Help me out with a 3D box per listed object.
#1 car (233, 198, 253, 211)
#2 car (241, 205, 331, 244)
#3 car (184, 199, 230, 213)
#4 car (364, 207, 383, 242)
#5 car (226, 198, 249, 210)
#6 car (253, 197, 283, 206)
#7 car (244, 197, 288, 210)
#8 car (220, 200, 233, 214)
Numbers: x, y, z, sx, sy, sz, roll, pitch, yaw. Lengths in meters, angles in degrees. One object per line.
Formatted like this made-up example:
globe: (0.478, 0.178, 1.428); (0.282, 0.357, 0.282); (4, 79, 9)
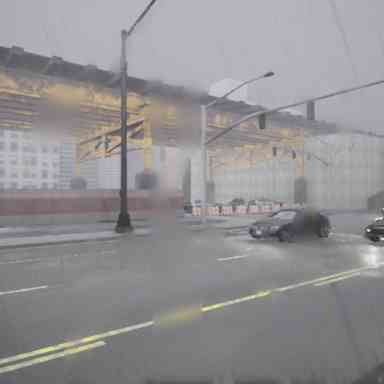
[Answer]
car: (5.273, 1.442, 37.895); (2.038, 1.542, 4.974); (0, 0, 18)
car: (4.829, 1.520, 16.010); (4.674, 1.442, 1.812); (0, 0, -36)
car: (1.472, 1.286, 35.223); (4.536, 1.218, 1.853); (0, 0, 8)
car: (10.023, 1.542, 15.280); (5.357, 1.411, 2.033); (0, 0, -37)
car: (5.289, 1.284, 37.945); (1.853, 1.218, 4.536); (0, 0, 18)
car: (9.138, 1.282, 41.642); (4.536, 1.218, 1.853); (0, 0, -7)
car: (9.189, 1.440, 41.649); (4.974, 1.542, 2.038); (0, 0, -7)
car: (1.524, 1.444, 35.216); (4.974, 1.542, 2.038); (0, 0, 8)
